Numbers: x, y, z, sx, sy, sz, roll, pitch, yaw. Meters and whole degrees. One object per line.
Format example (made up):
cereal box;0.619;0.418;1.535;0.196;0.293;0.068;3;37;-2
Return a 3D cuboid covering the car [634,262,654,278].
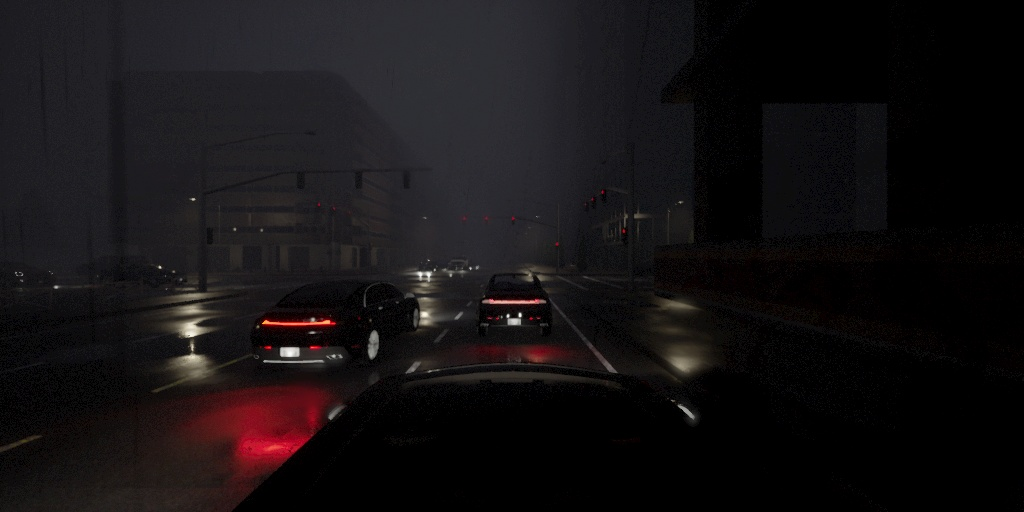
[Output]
car;13.951;1.280;34.326;4.902;1.511;2.128;0;0;0

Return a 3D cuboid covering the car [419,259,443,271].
car;-10.971;1.218;47.456;2.128;1.511;4.902;0;0;0

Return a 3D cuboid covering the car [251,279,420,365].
car;-3.451;1.252;8.018;1.837;1.490;4.892;0;0;0

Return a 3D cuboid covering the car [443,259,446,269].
car;-10.944;1.199;56.959;1.882;1.535;5.008;0;0;1

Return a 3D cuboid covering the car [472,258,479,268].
car;-7.381;1.267;61.336;2.033;1.411;5.357;0;0;1

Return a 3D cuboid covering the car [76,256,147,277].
car;-38.191;1.010;34.424;5.566;2.045;2.150;0;0;0

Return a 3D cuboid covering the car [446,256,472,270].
car;-7.484;0.946;51.062;2.150;2.045;5.566;0;0;0

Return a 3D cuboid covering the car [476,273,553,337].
car;0.060;1.237;10.337;2.128;1.511;4.902;0;0;0

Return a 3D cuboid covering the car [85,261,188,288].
car;-24.325;1.285;23.697;4.902;1.511;2.128;0;0;0

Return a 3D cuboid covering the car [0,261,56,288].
car;-33.392;1.146;23.716;4.553;1.767;2.097;0;0;0
